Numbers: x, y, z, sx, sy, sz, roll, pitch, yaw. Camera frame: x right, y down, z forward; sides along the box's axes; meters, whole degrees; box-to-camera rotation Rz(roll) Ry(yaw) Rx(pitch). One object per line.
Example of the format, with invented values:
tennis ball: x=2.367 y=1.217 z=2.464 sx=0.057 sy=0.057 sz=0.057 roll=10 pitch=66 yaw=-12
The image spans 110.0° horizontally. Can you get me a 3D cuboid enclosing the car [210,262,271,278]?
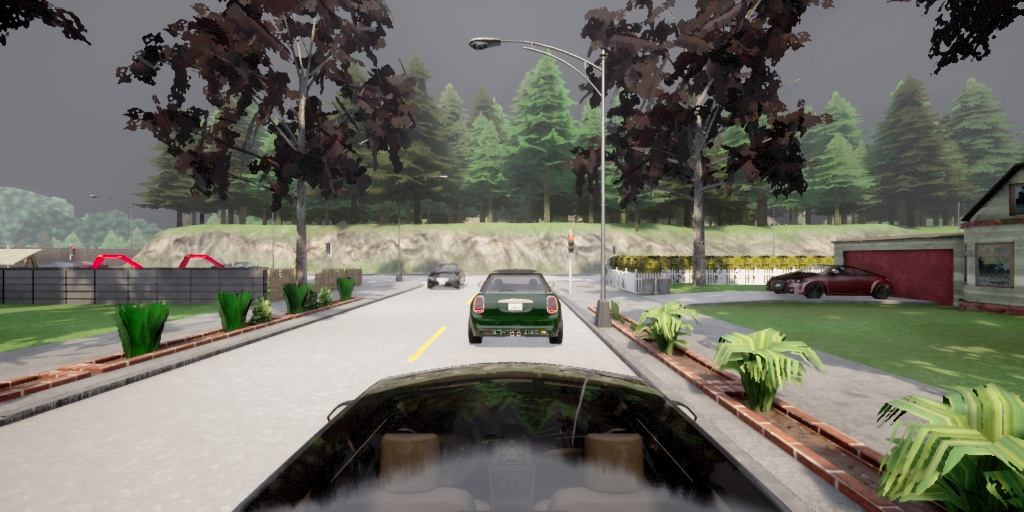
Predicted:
car: x=-23.394 y=1.241 z=31.134 sx=4.902 sy=1.511 sz=2.128 roll=0 pitch=0 yaw=1

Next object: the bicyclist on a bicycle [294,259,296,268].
bicyclist on a bicycle: x=-23.712 y=1.099 z=39.535 sx=0.582 sy=1.620 sz=1.656 roll=0 pitch=0 yaw=1

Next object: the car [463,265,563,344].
car: x=0.108 y=1.102 z=9.749 sx=2.097 sy=1.767 sz=4.553 roll=0 pitch=0 yaw=1

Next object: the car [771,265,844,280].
car: x=28.593 y=1.227 z=34.833 sx=5.008 sy=1.535 sz=1.882 roll=0 pitch=0 yaw=1

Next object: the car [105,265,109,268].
car: x=-42.952 y=1.227 z=35.422 sx=5.008 sy=1.535 sz=1.882 roll=0 pitch=0 yaw=1

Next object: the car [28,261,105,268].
car: x=-39.344 y=1.227 z=31.317 sx=5.008 sy=1.535 sz=1.882 roll=0 pitch=0 yaw=1

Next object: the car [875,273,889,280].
car: x=38.791 y=1.102 z=34.721 sx=4.553 sy=1.767 sz=2.097 roll=0 pitch=0 yaw=0

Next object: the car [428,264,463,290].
car: x=-3.969 y=1.241 z=22.387 sx=2.128 sy=1.511 sz=4.902 roll=0 pitch=0 yaw=-2
